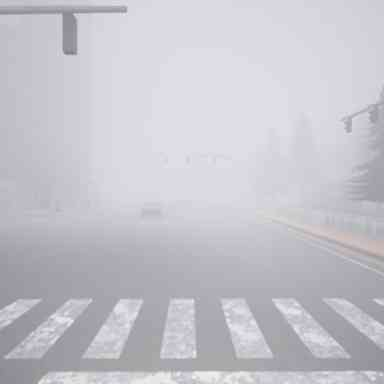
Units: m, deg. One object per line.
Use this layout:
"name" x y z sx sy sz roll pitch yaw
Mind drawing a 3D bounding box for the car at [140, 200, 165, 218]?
"car" -3.519 1.531 30.422 1.882 1.535 5.008 0 0 0

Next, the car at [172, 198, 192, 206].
"car" -1.733 1.651 57.993 1.895 1.301 4.718 0 0 -24

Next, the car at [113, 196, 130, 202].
"car" -16.660 1.572 78.335 4.674 1.442 1.812 0 0 32
